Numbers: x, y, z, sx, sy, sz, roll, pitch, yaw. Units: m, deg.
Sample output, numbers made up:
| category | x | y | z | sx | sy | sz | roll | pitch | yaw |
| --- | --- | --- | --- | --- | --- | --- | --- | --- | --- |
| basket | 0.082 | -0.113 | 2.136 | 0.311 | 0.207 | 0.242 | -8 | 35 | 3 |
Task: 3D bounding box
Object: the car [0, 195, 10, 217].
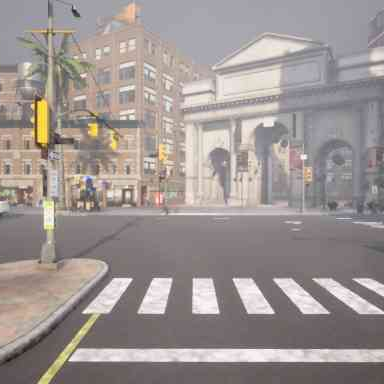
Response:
| category | x | y | z | sx | sy | sz | roll | pitch | yaw |
| --- | --- | --- | --- | --- | --- | --- | --- | --- | --- |
| car | -18.674 | 1.221 | 28.479 | 5.566 | 2.045 | 2.150 | 0 | 0 | 0 |
